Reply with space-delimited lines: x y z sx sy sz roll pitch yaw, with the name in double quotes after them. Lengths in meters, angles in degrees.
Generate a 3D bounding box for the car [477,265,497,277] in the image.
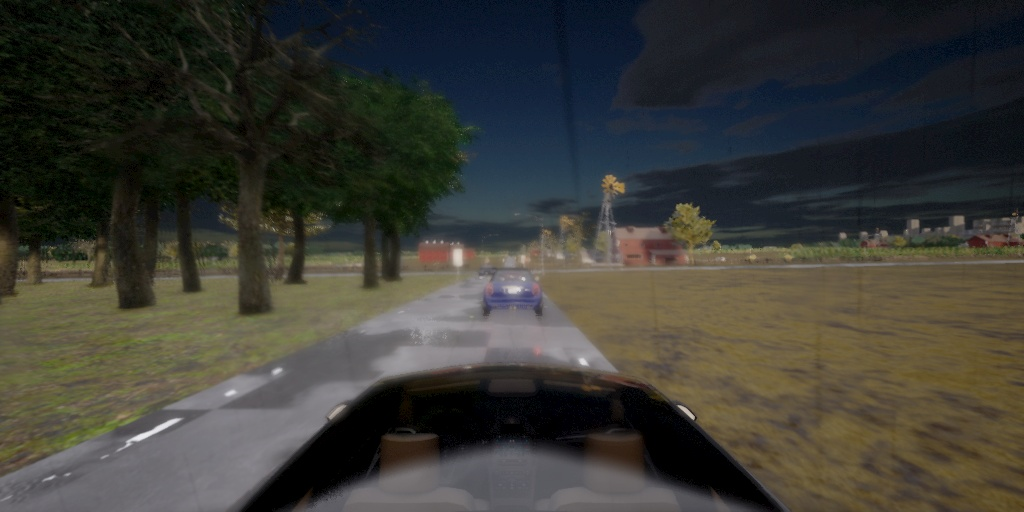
-2.809 1.705 41.796 1.994 1.385 4.181 0 -1 0 "car"

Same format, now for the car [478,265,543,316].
0.044 1.206 14.127 2.097 1.767 4.553 0 -1 1 "car"
